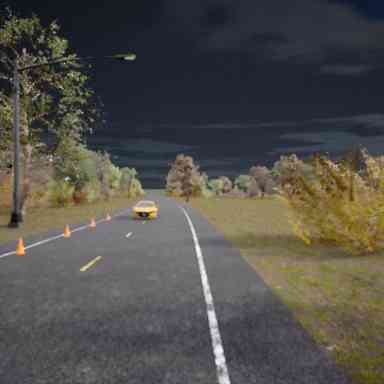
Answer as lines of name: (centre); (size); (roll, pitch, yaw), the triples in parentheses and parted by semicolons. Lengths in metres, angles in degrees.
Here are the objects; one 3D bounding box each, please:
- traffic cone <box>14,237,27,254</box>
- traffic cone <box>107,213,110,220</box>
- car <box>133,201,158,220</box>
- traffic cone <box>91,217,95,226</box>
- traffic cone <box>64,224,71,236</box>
traffic cone: (-6.386, 1.984, 12.391); (0.340, 0.580, 0.340); (0, 0, -1)
traffic cone: (-6.875, 2.005, 27.308); (0.340, 0.580, 0.340); (0, 0, -3)
car: (-3.945, 1.526, 28.708); (1.882, 1.535, 5.008); (0, 0, -4)
traffic cone: (-6.673, 1.999, 22.338); (0.340, 0.580, 0.340); (0, 0, -2)
traffic cone: (-6.510, 1.992, 17.365); (0.340, 0.580, 0.340); (0, 0, -2)
